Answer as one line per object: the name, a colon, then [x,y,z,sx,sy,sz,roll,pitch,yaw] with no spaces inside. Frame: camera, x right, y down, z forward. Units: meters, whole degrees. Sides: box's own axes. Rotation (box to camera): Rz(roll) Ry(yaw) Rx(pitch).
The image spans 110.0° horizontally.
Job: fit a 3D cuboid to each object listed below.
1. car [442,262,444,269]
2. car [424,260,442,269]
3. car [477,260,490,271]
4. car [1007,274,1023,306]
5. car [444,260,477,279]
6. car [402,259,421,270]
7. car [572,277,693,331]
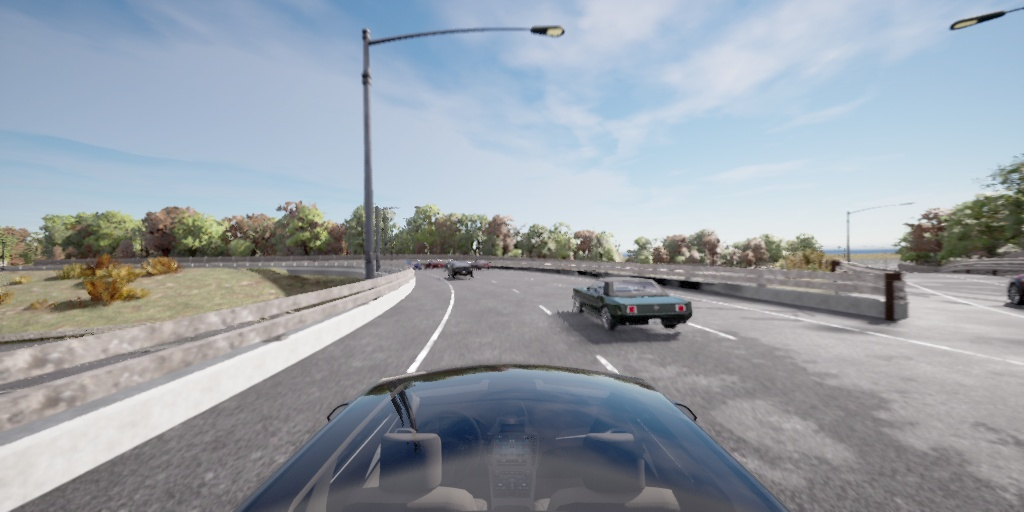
car: [-7.761,1.448,50.342,1.895,1.301,4.718,-1,0,-28]
car: [-13.106,1.410,59.941,1.882,1.535,5.008,-1,0,-34]
car: [-4.675,1.320,51.974,1.812,1.442,4.674,-1,0,-28]
car: [17.208,0.809,10.515,2.097,1.767,4.553,-1,0,35]
car: [-4.956,1.288,34.056,1.882,1.535,5.008,-1,0,-17]
car: [-16.554,1.341,58.760,2.097,1.767,4.553,-1,0,-32]
car: [3.217,1.291,10.767,1.895,1.301,4.718,-1,0,-5]
